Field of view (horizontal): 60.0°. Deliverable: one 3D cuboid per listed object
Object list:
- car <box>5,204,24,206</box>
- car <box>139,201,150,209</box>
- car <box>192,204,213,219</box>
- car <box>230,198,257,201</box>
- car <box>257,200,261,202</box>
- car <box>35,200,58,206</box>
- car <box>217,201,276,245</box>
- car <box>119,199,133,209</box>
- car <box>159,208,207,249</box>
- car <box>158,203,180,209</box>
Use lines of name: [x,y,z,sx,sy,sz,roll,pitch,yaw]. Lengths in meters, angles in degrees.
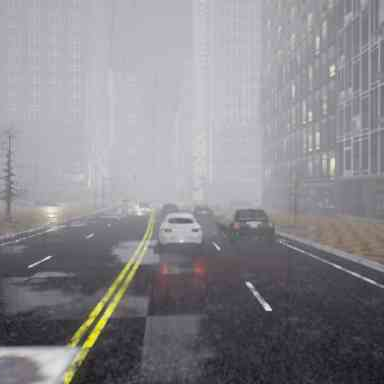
car: [-34.302,2.199,65.029,4.206,1.307,1.802,0,0,-5]
car: [-8.290,2.259,58.318,1.895,1.301,4.718,0,-1,-6]
car: [0.952,1.942,33.864,1.994,1.385,4.181,0,-1,-6]
car: [10.128,2.259,69.098,5.009,1.841,2.192,0,0,-5]
car: [14.827,2.467,77.931,4.829,1.417,1.752,0,0,-5]
car: [-28.636,2.225,65.498,4.313,1.339,1.947,0,0,-5]
car: [2.587,1.539,16.805,2.097,1.767,4.553,0,-1,-4]
car: [-11.549,2.015,58.239,2.097,1.767,4.553,0,0,-6]
car: [-0.552,1.702,15.307,1.812,1.442,4.674,0,-1,-4]
car: [-2.255,1.885,33.282,1.837,1.490,4.892,0,-1,-6]
